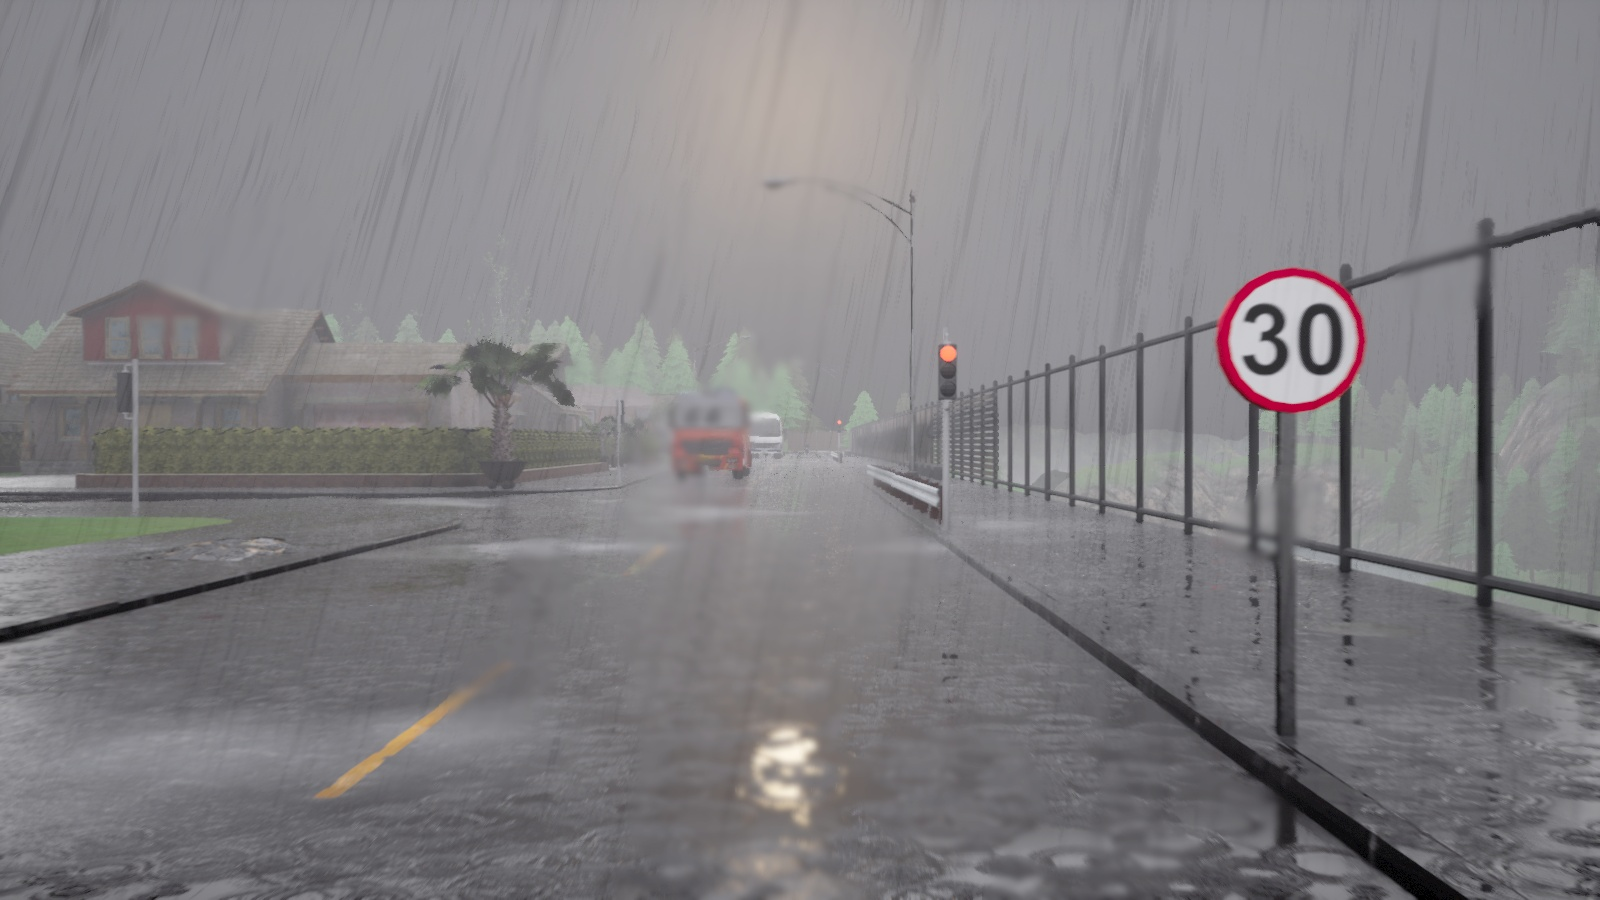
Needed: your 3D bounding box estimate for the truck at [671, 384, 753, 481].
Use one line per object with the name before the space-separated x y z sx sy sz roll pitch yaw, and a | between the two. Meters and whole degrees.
truck | -3.675 -0.726 54.148 2.891 3.827 8.468 0 0 0
